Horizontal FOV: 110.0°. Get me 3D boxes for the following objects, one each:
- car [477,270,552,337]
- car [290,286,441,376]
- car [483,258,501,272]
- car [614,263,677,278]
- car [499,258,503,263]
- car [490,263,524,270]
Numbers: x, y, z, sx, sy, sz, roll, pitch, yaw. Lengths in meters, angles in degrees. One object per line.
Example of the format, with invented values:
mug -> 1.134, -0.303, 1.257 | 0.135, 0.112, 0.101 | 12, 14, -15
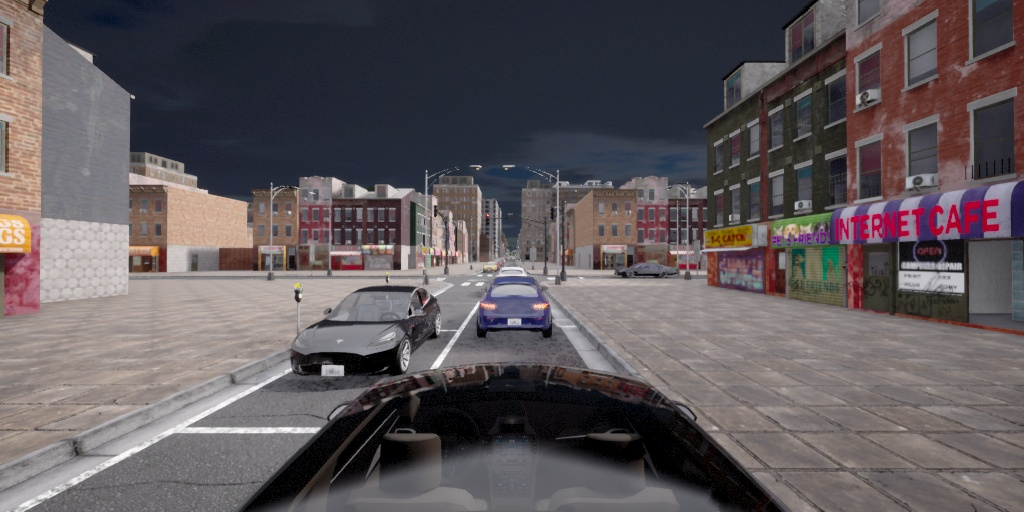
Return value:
car -> 0.065, 1.278, 10.141 | 1.812, 1.442, 4.674 | 0, 0, 0
car -> -2.647, 1.317, 7.459 | 1.948, 1.339, 4.313 | 0, 0, 0
car -> -2.707, 1.322, 45.058 | 1.751, 1.417, 4.829 | 0, 0, 0
car -> 12.275, 1.304, 33.068 | 5.357, 1.411, 2.033 | 0, 0, 0
car -> -2.717, 1.355, 50.833 | 1.888, 1.381, 4.507 | 0, 0, 0
car -> -0.010, 1.284, 19.275 | 1.812, 1.442, 4.674 | 0, 0, 0
